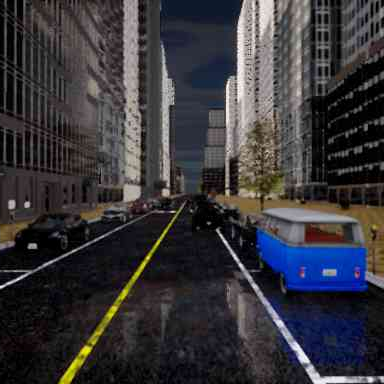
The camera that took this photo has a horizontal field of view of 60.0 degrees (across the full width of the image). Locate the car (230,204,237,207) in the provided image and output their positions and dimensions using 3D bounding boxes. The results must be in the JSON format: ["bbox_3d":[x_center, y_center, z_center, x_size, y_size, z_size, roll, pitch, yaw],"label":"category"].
[{"bbox_3d":[2.691,1.557,25.423,2.008,1.369,4.403,0,0,0],"label":"car"}]

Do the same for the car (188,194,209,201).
[{"bbox_3d":[0.892,1.234,36.022,2.150,2.045,5.566,0,0,0],"label":"car"}]

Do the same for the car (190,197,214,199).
[{"bbox_3d":[0.893,1.513,29.992,1.837,1.490,4.892,0,0,0],"label":"car"}]

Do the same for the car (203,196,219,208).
[{"bbox_3d":[2.686,1.454,48.177,1.967,1.590,4.097,0,0,0],"label":"car"}]

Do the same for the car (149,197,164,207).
[{"bbox_3d":[-5.696,1.561,53.887,1.887,1.381,4.507,0,0,0],"label":"car"}]

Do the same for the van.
[{"bbox_3d":[2.697,1.343,8.356,1.690,1.788,3.998,0,0,0],"label":"van"}]

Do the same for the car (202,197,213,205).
[{"bbox_3d":[2.683,1.600,59.556,1.802,1.307,4.206,0,0,0],"label":"car"}]

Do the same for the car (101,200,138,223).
[{"bbox_3d":[-5.690,1.556,25.442,2.008,1.369,4.403,0,0,0],"label":"car"}]

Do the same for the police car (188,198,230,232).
[{"bbox_3d":[0.896,1.430,20.101,1.930,1.638,5.238,0,0,0],"label":"police car"}]

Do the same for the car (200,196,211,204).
[{"bbox_3d":[2.682,1.572,65.245,2.008,1.369,4.403,0,0,0],"label":"car"}]

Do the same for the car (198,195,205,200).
[{"bbox_3d":[2.676,1.566,93.859,1.752,1.417,4.829,0,0,0],"label":"car"}]

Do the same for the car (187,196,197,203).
[{"bbox_3d":[-0.014,1.494,67.230,1.837,1.490,4.892,0,0,0],"label":"car"}]

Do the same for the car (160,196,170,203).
[{"bbox_3d":[-5.699,1.569,70.955,1.887,1.381,4.507,0,0,0],"label":"car"}]

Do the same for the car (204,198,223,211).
[{"bbox_3d":[2.687,1.562,42.489,2.008,1.369,4.403,0,0,0],"label":"car"}]

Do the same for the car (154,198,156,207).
[{"bbox_3d":[-5.695,1.564,48.198,2.008,1.369,4.403,0,0,0],"label":"car"}]

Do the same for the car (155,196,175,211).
[{"bbox_3d":[-3.098,1.514,41.240,1.837,1.490,4.892,0,1,0],"label":"car"}]

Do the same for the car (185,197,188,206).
[{"bbox_3d":[-0.011,1.521,55.140,1.837,1.490,4.892,0,0,0],"label":"car"}]

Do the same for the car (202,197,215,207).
[{"bbox_3d":[2.685,1.561,53.867,1.887,1.381,4.507,0,0,0],"label":"car"}]

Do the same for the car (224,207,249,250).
[{"bbox_3d":[2.693,1.554,14.045,2.008,1.369,4.403,0,0,0],"label":"car"}]

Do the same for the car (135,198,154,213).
[{"bbox_3d":[-5.691,1.449,36.821,1.967,1.590,4.097,0,0,0],"label":"car"}]

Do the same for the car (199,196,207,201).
[{"bbox_3d":[2.679,1.598,82.311,1.947,1.339,4.313,0,0,0],"label":"car"}]

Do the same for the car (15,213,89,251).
[{"bbox_3d":[-5.687,1.569,14.064,1.947,1.339,4.313,0,0,0],"label":"car"}]

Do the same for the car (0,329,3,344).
[{"bbox_3d":[-3.102,1.548,1.469,2.033,1.411,5.357,0,0,0],"label":"car"}]
